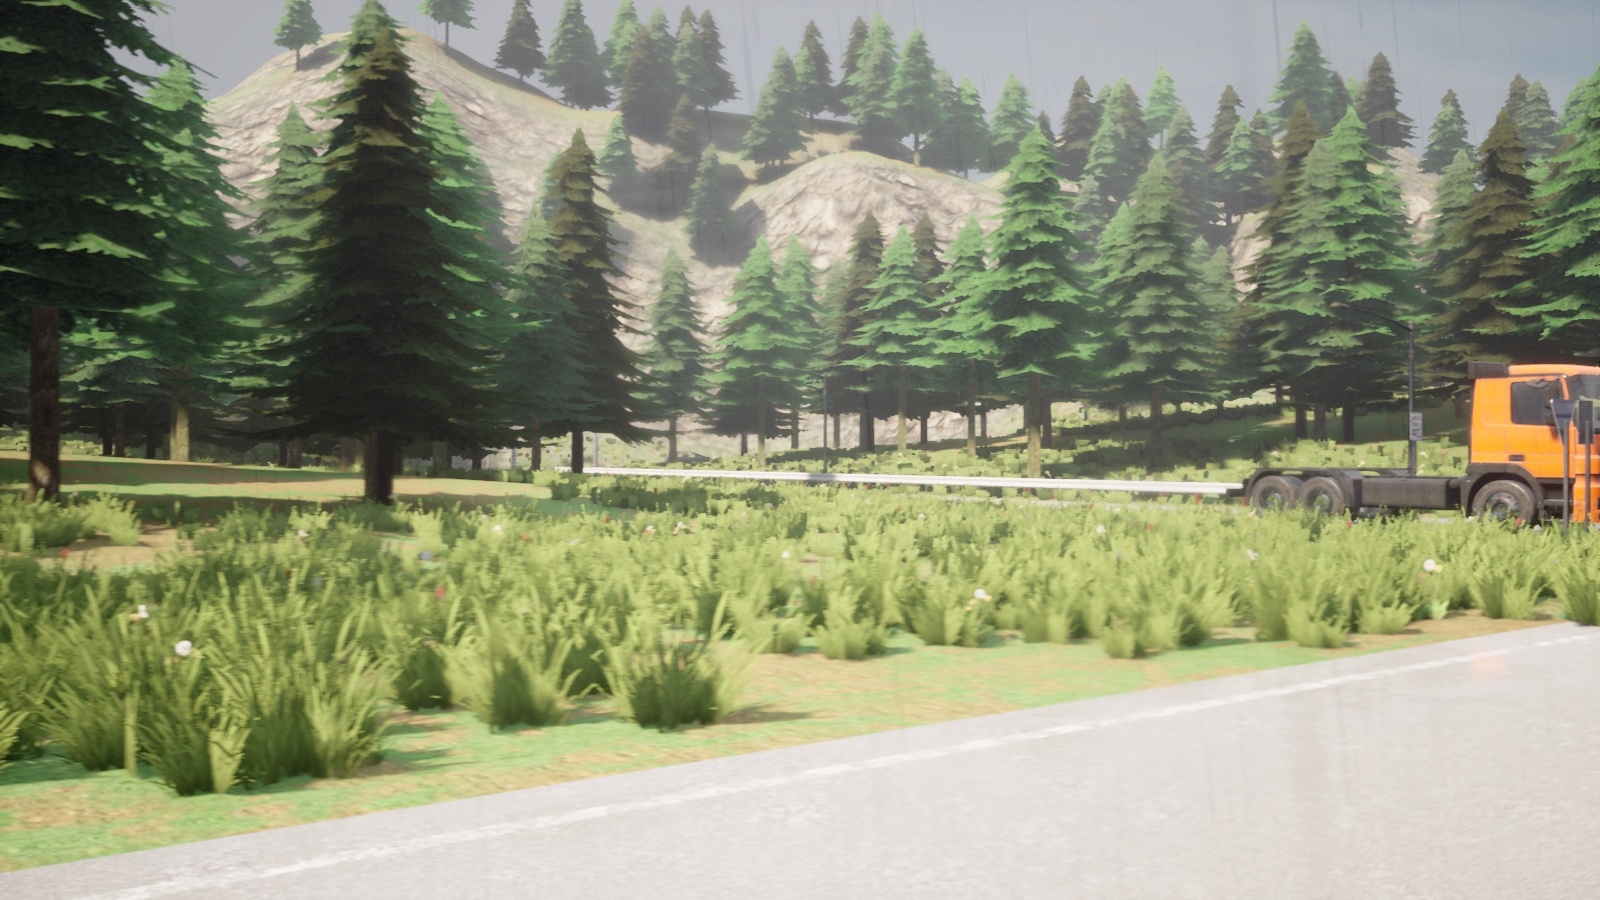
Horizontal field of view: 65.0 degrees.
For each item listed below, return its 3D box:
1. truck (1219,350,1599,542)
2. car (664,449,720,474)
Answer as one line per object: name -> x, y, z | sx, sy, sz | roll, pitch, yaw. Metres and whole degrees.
truck -> 13.154, -0.060, 26.628 | 2.891, 3.462, 7.936 | 0, 0, -35
car -> -7.807, 0.844, 90.334 | 3.633, 1.501, 1.845 | -5, 1, -15
